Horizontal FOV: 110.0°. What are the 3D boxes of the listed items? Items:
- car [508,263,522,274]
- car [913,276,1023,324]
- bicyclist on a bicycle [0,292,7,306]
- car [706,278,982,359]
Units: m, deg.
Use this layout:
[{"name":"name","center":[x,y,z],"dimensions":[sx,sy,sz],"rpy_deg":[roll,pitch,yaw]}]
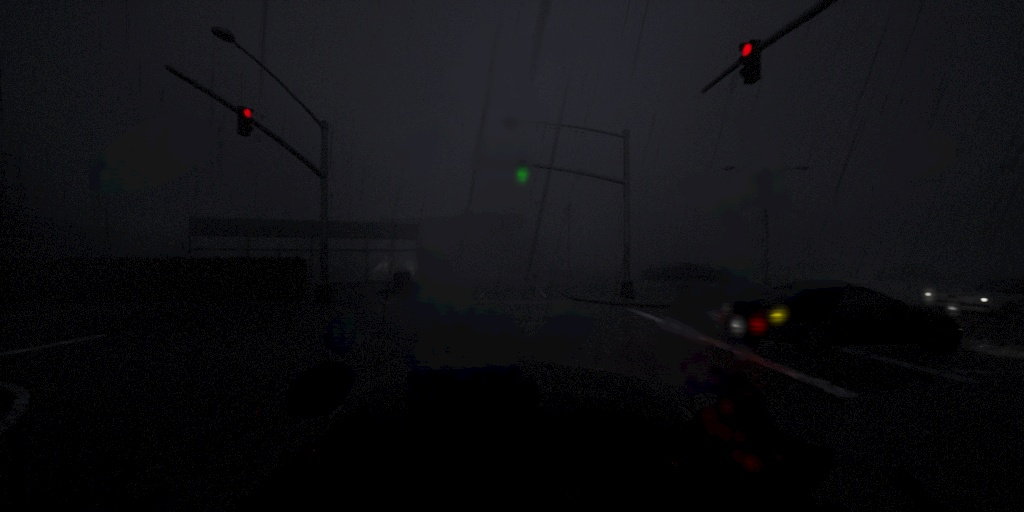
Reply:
[{"name":"car","center":[0.401,1.754,52.577],"dimensions":[1.882,1.535,5.008],"rpy_deg":[0,-1,0]},{"name":"car","center":[16.575,1.423,11.710],"dimensions":[4.718,1.301,1.895],"rpy_deg":[0,-1,-1]},{"name":"bicyclist on a bicycle","center":[-21.901,1.380,14.725],"dimensions":[0.582,1.620,1.656],"rpy_deg":[0,0,-1]},{"name":"car","center":[7.236,1.328,8.096],"dimensions":[4.674,1.442,1.812],"rpy_deg":[0,-1,-5]}]
